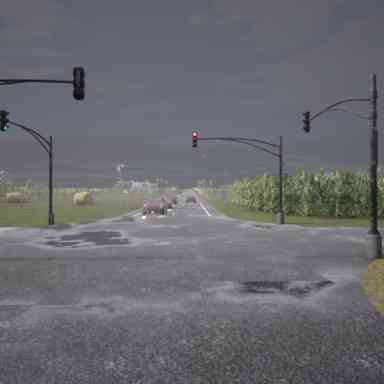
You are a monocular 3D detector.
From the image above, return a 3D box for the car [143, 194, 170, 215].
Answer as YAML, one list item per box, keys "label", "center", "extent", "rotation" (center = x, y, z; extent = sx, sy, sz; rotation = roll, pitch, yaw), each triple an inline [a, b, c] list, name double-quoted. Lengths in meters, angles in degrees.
- label: "car"
  center: [-3.718, 1.325, 33.910]
  extent: [2.097, 1.767, 4.553]
  rotation: [0, 0, 0]

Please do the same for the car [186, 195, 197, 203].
- label: "car"
  center: [-0.120, 1.410, 66.140]
  extent: [1.837, 1.490, 4.892]
  rotation: [0, 0, 0]

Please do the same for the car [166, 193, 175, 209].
- label: "car"
  center: [-3.712, 1.310, 44.006]
  extent: [2.097, 1.767, 4.553]
  rotation: [0, 0, 0]

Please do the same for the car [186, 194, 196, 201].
- label: "car"
  center: [-0.198, 1.330, 76.444]
  extent: [2.128, 1.511, 4.902]
  rotation: [0, 0, 0]

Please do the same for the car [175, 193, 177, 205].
- label: "car"
  center: [-3.720, 1.152, 57.371]
  extent: [2.150, 2.045, 5.566]
  rotation: [0, 0, 1]
